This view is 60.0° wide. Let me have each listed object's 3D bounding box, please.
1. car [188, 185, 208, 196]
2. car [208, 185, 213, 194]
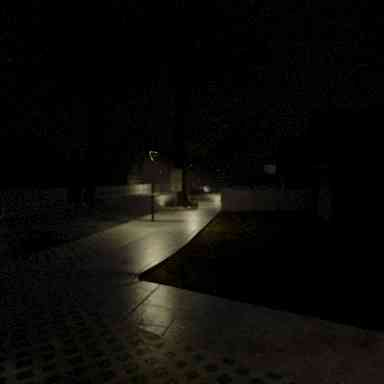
[{"bbox_3d":[0.653,-0.242,49.056,1.882,1.535,5.008,1,2,11],"label":"car"},{"bbox_3d":[2.445,-0.515,58.818,1.812,1.442,4.674,1,2,10],"label":"car"}]
